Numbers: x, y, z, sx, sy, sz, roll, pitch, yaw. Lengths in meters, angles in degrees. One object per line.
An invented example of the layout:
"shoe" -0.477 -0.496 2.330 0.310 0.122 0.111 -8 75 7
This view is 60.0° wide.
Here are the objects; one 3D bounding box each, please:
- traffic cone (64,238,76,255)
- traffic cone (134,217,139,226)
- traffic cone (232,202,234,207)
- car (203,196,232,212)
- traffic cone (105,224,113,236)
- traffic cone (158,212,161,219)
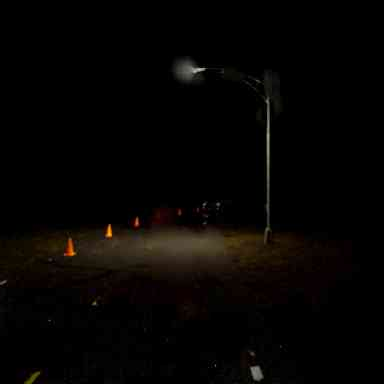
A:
"traffic cone" -4.412 1.960 12.022 0.340 0.580 0.340 0 0 0
"traffic cone" -3.701 1.962 22.362 0.340 0.580 0.340 0 0 9
"traffic cone" 5.678 1.754 46.468 0.340 0.580 0.340 0 1 34
"car" 2.864 1.267 36.988 2.097 1.767 4.553 0 1 25
"traffic cone" -4.276 1.963 17.182 0.340 0.580 0.340 0 0 4
"traffic cone" -2.680 1.948 27.474 0.340 0.580 0.340 0 0 14
